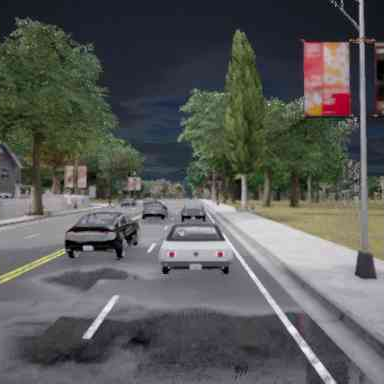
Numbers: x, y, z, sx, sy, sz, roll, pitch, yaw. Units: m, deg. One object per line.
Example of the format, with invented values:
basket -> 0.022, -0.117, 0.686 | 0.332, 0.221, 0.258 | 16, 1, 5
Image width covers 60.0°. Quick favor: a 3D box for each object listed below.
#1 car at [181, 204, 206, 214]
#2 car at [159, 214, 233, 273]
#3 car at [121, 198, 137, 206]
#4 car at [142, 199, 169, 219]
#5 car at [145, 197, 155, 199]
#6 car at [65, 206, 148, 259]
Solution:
car -> 0.108, 1.603, 26.376 | 1.895, 1.301, 4.718 | 0, 0, 0
car -> 0.096, 1.592, 10.572 | 1.895, 1.301, 4.718 | 0, 0, 0
car -> -9.737, 1.643, 51.566 | 1.994, 1.385, 4.181 | 0, 0, 0
car -> -3.142, 1.571, 28.998 | 1.994, 1.385, 4.181 | 0, 0, 0
car -> -6.489, 1.588, 51.464 | 1.837, 1.490, 4.892 | 0, -1, 0
car -> -3.147, 1.482, 12.497 | 2.128, 1.511, 4.902 | 0, 0, 0
